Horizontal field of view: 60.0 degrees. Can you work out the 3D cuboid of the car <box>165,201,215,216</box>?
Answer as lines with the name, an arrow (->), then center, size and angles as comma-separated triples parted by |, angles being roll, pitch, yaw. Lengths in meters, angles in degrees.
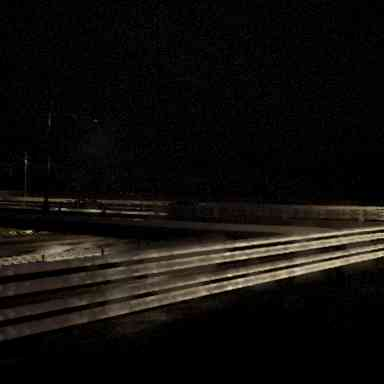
car -> -0.161, 1.645, 31.719 | 4.892, 1.490, 1.837 | 1, 0, 20

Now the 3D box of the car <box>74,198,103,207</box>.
car -> -14.037, 1.640, 45.599 | 4.892, 1.490, 1.837 | 0, -1, 29
